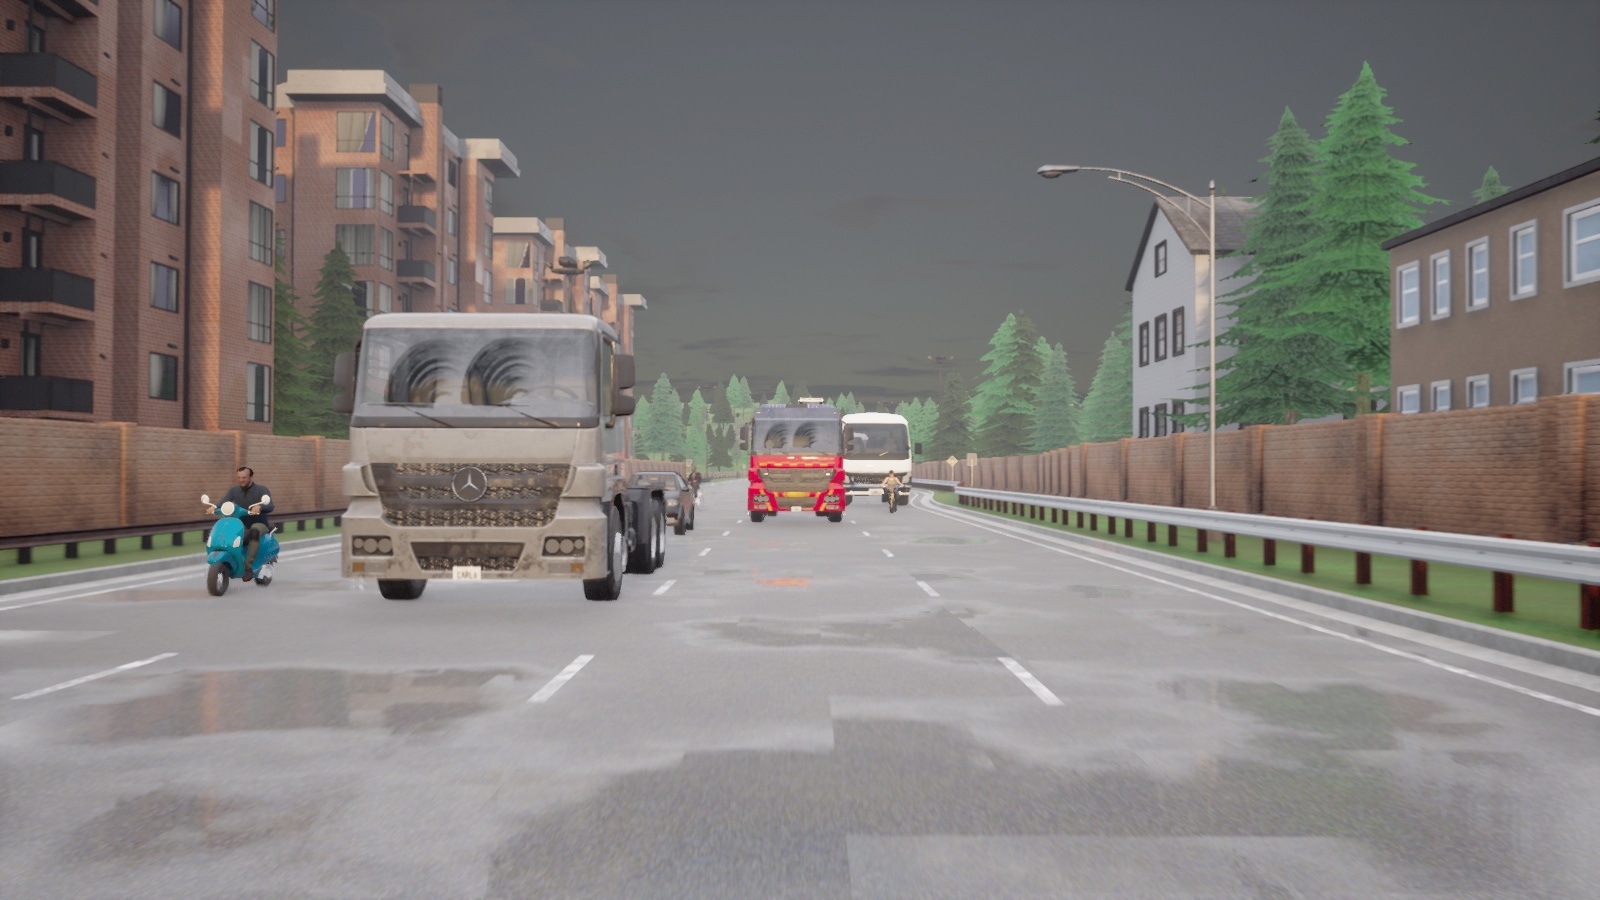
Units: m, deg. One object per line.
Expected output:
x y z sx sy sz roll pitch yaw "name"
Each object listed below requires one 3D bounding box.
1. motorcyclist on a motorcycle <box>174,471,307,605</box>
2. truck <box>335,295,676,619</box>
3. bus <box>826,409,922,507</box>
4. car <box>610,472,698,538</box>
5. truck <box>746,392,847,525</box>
-7.039 1.062 15.909 0.866 1.590 1.817 0 -1 0 "motorcyclist on a motorcycle"
-3.546 0.139 17.439 2.891 3.462 7.936 0 -1 0 "truck"
3.349 0.429 60.050 3.944 4.253 10.273 0 -1 0 "bus"
-3.576 1.332 31.342 1.789 1.549 3.705 0 -1 0 "car"
-0.103 0.327 40.466 2.891 3.827 8.468 0 -1 0 "truck"
